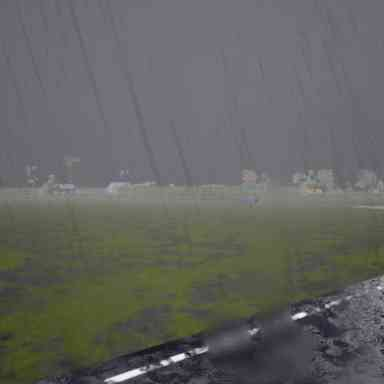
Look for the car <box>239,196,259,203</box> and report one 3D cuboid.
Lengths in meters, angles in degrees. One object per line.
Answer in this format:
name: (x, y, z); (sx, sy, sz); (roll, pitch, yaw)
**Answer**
car: (11.314, 1.543, 66.205); (1.994, 1.385, 4.181); (0, 0, -39)
